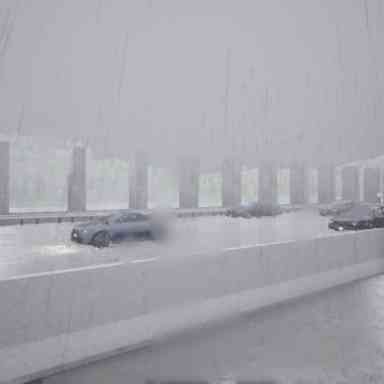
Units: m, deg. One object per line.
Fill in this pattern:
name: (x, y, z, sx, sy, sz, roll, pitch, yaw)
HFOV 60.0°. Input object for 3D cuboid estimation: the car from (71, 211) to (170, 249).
car: (-3.055, 1.564, 14.557, 4.181, 1.385, 1.994, 0, 0, -34)

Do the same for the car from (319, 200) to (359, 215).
car: (13.246, 1.506, 29.225, 4.892, 1.490, 1.837, 0, 0, -32)

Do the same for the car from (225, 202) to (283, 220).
car: (5.376, 1.547, 28.407, 5.357, 1.411, 2.033, 0, 0, -32)

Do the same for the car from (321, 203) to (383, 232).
car: (10.085, 1.547, 18.961, 5.357, 1.411, 2.033, 0, 0, -33)
